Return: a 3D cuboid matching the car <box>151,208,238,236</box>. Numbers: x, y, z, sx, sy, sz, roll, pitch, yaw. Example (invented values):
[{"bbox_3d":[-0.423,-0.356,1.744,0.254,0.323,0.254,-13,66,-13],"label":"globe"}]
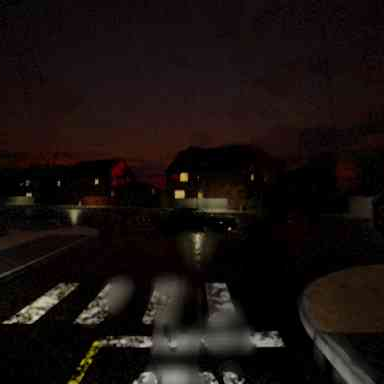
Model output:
[{"bbox_3d":[0.092,1.569,18.154,4.718,1.301,1.895,0,0,35],"label":"car"}]
